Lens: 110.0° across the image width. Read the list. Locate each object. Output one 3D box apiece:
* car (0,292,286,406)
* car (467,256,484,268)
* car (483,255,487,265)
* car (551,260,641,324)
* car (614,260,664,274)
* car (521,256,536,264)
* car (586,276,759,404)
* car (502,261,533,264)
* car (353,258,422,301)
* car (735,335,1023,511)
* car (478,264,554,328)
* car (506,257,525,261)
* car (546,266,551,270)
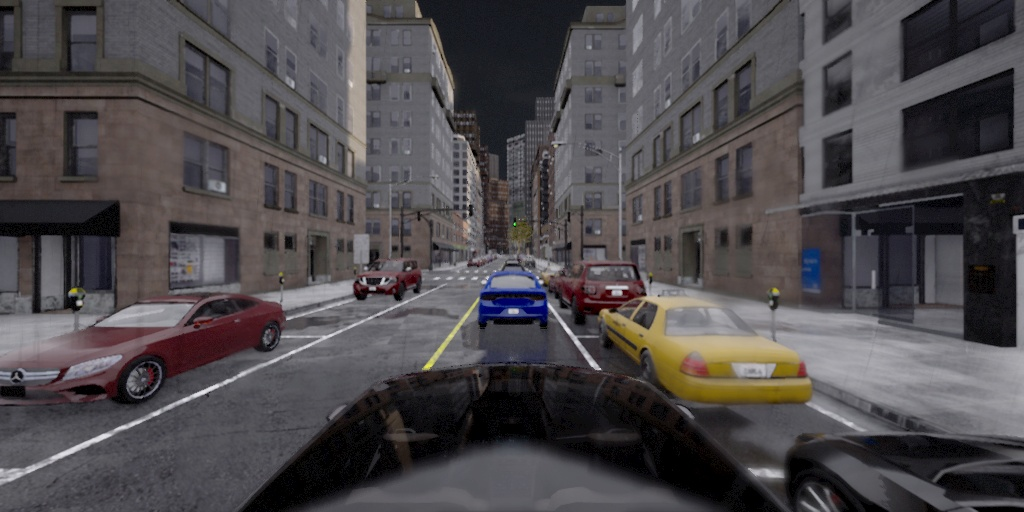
[{"bbox_3d":[-5.767,1.322,6.242,1.802,1.307,4.207,0,0,0],"label":"car"},{"bbox_3d":[-5.820,1.046,55.008,1.888,1.381,4.507,0,0,0],"label":"car"},{"bbox_3d":[-5.826,0.901,60.433,1.967,1.591,4.097,0,0,0],"label":"car"},{"bbox_3d":[2.752,1.040,11.799,2.192,1.841,5.009,0,0,0],"label":"car"},{"bbox_3d":[13.444,1.110,38.101,4.674,1.442,1.812,0,0,-1],"label":"car"},{"bbox_3d":[2.705,1.052,55.010,2.007,1.370,4.403,0,0,0],"label":"car"},{"bbox_3d":[2.758,1.265,6.415,1.751,1.417,4.829,0,0,0],"label":"car"},{"bbox_3d":[0.078,1.250,22.904,1.994,1.385,4.181,0,0,0],"label":"car"},{"bbox_3d":[-5.779,1.022,17.348,2.192,1.841,5.009,0,0,0],"label":"car"},{"bbox_3d":[2.764,1.318,0.692,1.948,1.339,4.313,0,0,0],"label":"car"},{"bbox_3d":[0.019,1.205,11.362,1.882,1.535,5.008,0,0,0],"label":"car"},{"bbox_3d":[0.052,1.114,36.285,1.837,1.490,4.892,0,0,0],"label":"car"},{"bbox_3d":[2.746,1.290,17.350,1.802,1.307,4.207,0,0,0],"label":"car"}]
